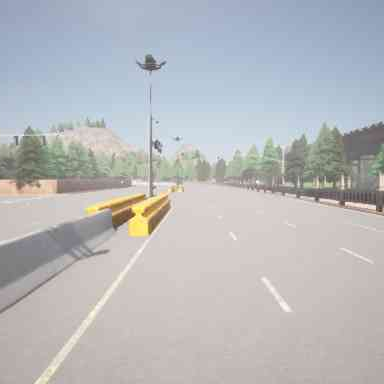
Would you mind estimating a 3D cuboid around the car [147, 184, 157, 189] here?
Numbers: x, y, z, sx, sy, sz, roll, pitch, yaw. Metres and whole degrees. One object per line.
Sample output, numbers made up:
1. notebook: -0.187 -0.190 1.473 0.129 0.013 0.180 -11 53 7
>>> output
1. car: -10.103 -1.326 84.139 1.895 1.301 4.718 0 2 0
